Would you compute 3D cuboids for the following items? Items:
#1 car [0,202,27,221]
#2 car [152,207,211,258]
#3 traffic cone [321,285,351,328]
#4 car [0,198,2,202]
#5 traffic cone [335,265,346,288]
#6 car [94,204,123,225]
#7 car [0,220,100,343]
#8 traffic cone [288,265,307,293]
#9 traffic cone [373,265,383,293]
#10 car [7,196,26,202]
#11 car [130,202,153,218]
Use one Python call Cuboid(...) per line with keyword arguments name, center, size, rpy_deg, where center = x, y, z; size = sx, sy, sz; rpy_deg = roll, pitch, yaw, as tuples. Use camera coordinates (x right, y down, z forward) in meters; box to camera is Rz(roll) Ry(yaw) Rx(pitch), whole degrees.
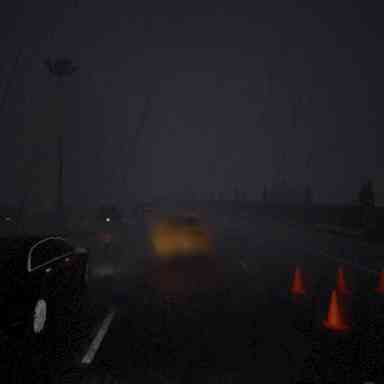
Cuboid(name="car", center=(-13.512, 1.733, 24.418), size=(2.033, 1.411, 5.357), rpy_deg=(0, 0, -15))
Cuboid(name="car", center=(-0.509, 1.574, 13.276), size=(1.882, 1.535, 5.008), rpy_deg=(0, 0, -7))
Cuboid(name="traffic cone", center=(2.454, 1.996, 5.746), size=(0.340, 0.580, 0.340), rpy_deg=(0, 0, 0))
Cuboid(name="car", center=(-34.843, 1.669, 58.267), size=(2.150, 2.045, 5.566), rpy_deg=(0, 0, -40))
Cuboid(name="traffic cone", center=(3.458, 2.010, 7.744), size=(0.340, 0.580, 0.340), rpy_deg=(0, 0, 0))
Cuboid(name="car", center=(-6.403, 1.692, 25.445), size=(1.837, 1.490, 4.892), rpy_deg=(0, 0, -14))
Cuboid(name="car", center=(-3.351, 1.555, 6.522), size=(1.837, 1.490, 4.892), rpy_deg=(0, 0, -3))
Cuboid(name="traffic cone", center=(2.458, 2.010, 7.746), size=(0.340, 0.580, 0.340), rpy_deg=(0, 0, 0))
Cuboid(name="traffic cone", center=(4.458, 2.009, 7.742), size=(0.340, 0.580, 0.340), rpy_deg=(0, 0, 0))
Cuboid(name="car", center=(-31.723, 1.684, 59.999), size=(2.150, 2.045, 5.566), rpy_deg=(1, -1, -40))
Cuboid(name="car", center=(-4.902, 1.729, 32.660), size=(2.128, 1.511, 4.902), rpy_deg=(0, 0, -18))
